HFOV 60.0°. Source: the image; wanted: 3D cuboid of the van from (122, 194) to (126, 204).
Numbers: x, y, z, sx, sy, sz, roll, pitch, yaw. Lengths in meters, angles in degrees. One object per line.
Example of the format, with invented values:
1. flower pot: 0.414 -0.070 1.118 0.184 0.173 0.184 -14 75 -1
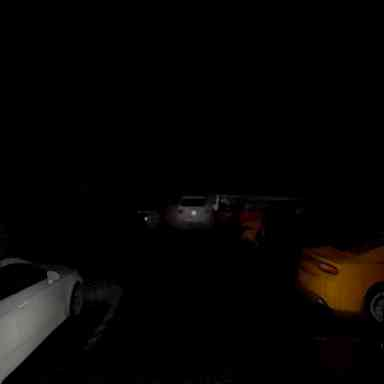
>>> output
1. van: -15.425 1.440 63.350 4.442 1.987 1.878 0 0 0

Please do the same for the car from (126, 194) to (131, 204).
1. car: -15.567 1.437 66.131 5.566 2.045 2.435 0 0 0

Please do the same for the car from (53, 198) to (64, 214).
1. car: -15.563 1.541 32.782 4.674 1.452 2.002 0 0 0

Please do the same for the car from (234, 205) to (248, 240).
1. car: 4.646 1.497 14.819 5.008 1.535 2.097 0 0 0

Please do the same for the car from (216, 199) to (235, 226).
1. car: 4.455 1.502 23.091 5.366 1.575 1.946 0 0 0

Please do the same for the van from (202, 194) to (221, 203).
1. van: 4.525 1.571 78.235 4.442 1.987 1.878 0 -1 0

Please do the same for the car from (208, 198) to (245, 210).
1. car: 4.634 1.571 45.149 4.892 1.521 2.231 0 0 0

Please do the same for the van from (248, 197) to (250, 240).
1. van: 4.524 1.269 12.061 4.442 1.987 1.878 0 0 0

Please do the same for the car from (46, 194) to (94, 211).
1. car: -15.531 1.281 41.120 5.566 2.045 2.435 0 0 0

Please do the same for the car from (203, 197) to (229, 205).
1. car: 4.635 1.685 64.447 4.892 1.521 2.231 0 0 0

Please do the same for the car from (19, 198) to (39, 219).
1. car: -15.539 1.360 27.223 4.553 1.767 2.185 0 0 0

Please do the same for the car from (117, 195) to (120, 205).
1. car: -15.543 1.665 57.667 4.674 1.452 2.002 0 0 0

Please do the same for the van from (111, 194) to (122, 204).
1. van: -15.660 1.420 60.573 4.442 1.987 1.878 0 0 0

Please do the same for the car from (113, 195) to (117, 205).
1. car: -15.518 1.637 55.013 4.792 1.488 2.163 0 0 0

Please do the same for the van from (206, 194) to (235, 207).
1. van: 4.523 1.385 53.297 4.442 1.987 1.878 0 0 0

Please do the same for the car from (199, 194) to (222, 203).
1. car: 4.670 1.596 83.749 5.566 2.045 2.435 0 -1 0

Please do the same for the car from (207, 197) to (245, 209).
1. car: 4.826 1.580 47.904 5.366 1.575 1.946 0 0 0

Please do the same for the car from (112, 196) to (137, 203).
1. car: -15.715 1.783 77.245 5.366 1.575 1.946 0 -1 0

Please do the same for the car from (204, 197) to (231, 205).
1. car: 4.635 1.665 61.690 4.892 1.521 2.231 0 0 0

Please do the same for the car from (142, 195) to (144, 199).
1. car: -15.518 1.866 85.457 5.008 1.535 2.097 0 -1 0

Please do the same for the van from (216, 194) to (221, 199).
1. van: 4.757 1.296 31.363 4.442 1.987 1.878 0 0 0

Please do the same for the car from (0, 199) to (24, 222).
1. car: -15.579 1.481 24.445 4.892 1.521 2.231 0 0 0

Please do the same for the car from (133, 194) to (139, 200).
1. car: -15.504 1.508 74.342 5.566 2.045 2.435 0 -1 0

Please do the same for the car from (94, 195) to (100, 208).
1. car: -15.372 1.542 43.897 5.366 1.575 1.946 0 0 0

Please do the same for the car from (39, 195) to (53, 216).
1. car: -15.537 1.368 30.003 4.553 1.767 2.185 0 0 0

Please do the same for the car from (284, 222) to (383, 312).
1. car: 4.635 1.489 6.421 5.008 1.535 2.097 0 0 0

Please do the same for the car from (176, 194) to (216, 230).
1. car: 0.114 1.246 21.490 2.150 2.045 5.566 0 0 0

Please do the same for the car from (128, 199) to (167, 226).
1. car: -2.898 1.517 23.754 2.128 1.511 4.902 0 0 0

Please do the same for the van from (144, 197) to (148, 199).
1. van: -15.400 1.717 93.798 4.442 1.987 1.878 0 0 0

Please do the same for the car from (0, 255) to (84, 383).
1. car: -2.900 1.532 4.281 1.812 1.442 4.674 0 0 0

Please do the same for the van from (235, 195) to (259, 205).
1. van: 4.757 1.273 17.577 4.442 1.987 1.878 0 0 0

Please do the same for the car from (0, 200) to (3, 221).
1. car: -15.570 1.475 21.668 5.008 1.535 2.097 0 0 0

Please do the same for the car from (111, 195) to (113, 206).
1. car: -15.544 1.591 52.234 4.892 1.521 2.231 0 0 0

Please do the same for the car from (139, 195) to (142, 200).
1. car: -15.557 1.562 80.027 5.566 2.045 2.435 0 -1 0

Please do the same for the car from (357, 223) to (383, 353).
1. car: 4.671 1.360 3.664 4.553 1.767 2.185 0 0 0

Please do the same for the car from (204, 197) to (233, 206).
1. car: 4.635 1.647 58.933 4.892 1.521 2.231 0 0 0

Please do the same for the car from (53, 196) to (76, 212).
1. car: -15.558 1.511 35.561 4.892 1.521 2.231 0 0 0

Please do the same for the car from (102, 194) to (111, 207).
1. car: -15.524 1.322 49.455 5.566 2.045 2.435 0 0 0

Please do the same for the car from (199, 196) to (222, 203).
1. car: 4.456 1.819 80.990 5.366 1.575 1.946 0 -1 0

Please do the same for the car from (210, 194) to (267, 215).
1. car: 4.669 1.277 34.121 5.566 2.045 2.435 0 0 0

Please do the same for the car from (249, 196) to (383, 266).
1. car: 4.669 1.241 9.304 5.566 2.045 2.435 0 0 0

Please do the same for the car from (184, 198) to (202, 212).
1. car: 0.101 1.561 40.315 2.128 1.511 4.902 0 0 0

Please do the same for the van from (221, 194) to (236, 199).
1. van: 4.757 1.283 25.850 4.442 1.987 1.878 0 0 0

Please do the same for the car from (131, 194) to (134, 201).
1. car: -15.532 1.775 71.622 4.674 1.452 2.002 0 0 0

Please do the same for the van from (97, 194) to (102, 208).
1. van: -15.438 1.333 46.678 4.442 1.987 1.878 0 0 0

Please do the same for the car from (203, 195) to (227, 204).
1. car: 4.610 1.578 67.205 4.553 1.767 2.185 0 0 0

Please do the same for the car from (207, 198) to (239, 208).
1. car: 4.638 1.637 50.662 4.674 1.452 2.002 0 0 0
